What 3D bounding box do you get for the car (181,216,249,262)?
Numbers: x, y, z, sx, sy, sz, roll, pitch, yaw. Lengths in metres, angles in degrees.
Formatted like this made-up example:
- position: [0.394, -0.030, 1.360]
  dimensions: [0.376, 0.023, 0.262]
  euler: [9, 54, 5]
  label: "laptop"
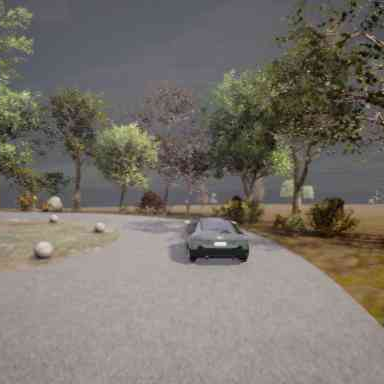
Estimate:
- position: [0.707, 1.548, 12.162]
  dimensions: [1.994, 1.385, 4.181]
  euler: [1, 0, -5]
  label: "car"
